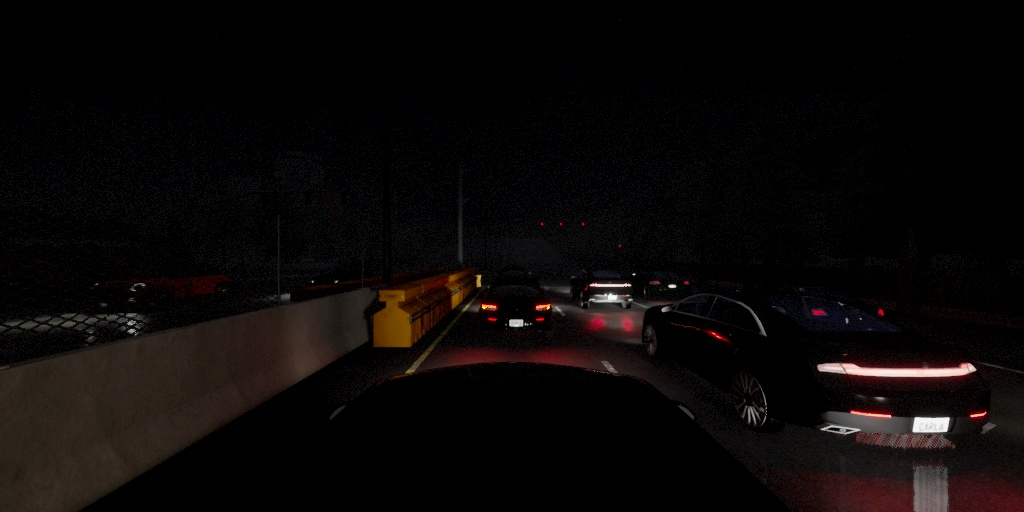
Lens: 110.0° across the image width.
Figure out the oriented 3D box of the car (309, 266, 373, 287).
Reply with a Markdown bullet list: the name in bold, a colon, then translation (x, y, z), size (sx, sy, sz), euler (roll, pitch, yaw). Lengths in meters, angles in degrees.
- **car**: translation (-10.524, 1.328, 22.638), size (2.033, 1.411, 5.357), euler (0, 0, 0)

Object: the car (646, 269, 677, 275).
- **car**: translation (7.082, 1.314, 17.848), size (1.994, 1.385, 4.181), euler (0, 0, 0)

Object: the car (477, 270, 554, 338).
- **car**: translation (0.087, 1.276, 10.013), size (1.812, 1.442, 4.674), euler (0, 0, 0)

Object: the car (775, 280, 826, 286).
- **car**: translation (7.094, 1.314, 9.458), size (1.994, 1.385, 4.181), euler (0, 0, 0)

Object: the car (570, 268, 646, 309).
- **car**: translation (3.575, 1.242, 14.944), size (2.128, 1.511, 4.902), euler (0, 0, 2)

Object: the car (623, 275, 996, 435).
- **car**: translation (3.600, 1.242, 5.515), size (2.128, 1.511, 4.902), euler (0, 0, 0)

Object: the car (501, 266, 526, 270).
- **car**: translation (0.080, 1.276, 19.078), size (1.812, 1.442, 4.674), euler (0, 0, 0)

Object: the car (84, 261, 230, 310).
- **car**: translation (-14.083, 1.101, 14.617), size (2.097, 1.767, 4.553), euler (0, 0, 0)
